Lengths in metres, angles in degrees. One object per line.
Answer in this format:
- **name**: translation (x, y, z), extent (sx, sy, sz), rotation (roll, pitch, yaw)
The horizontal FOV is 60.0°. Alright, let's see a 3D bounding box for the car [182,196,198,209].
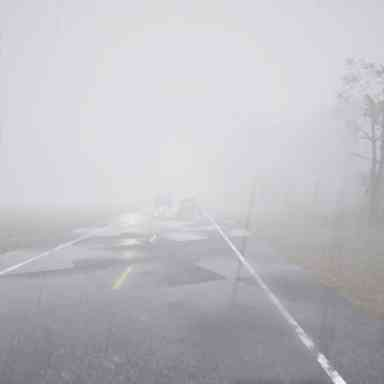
- **car**: translation (-0.297, 1.407, 45.781), extent (2.128, 1.511, 4.902), rotation (0, 0, 0)

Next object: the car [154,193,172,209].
- **car**: translation (-3.860, 1.161, 45.000), extent (2.150, 2.045, 5.566), rotation (0, 0, 0)

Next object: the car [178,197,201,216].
- **car**: translation (-0.206, 1.293, 32.371), extent (2.097, 1.767, 4.553), rotation (0, 0, 0)
